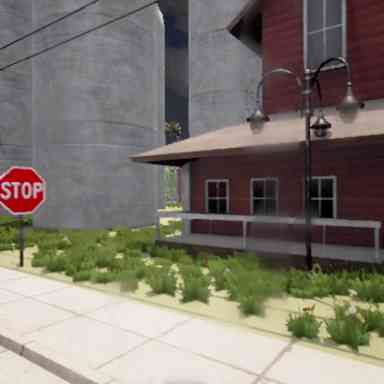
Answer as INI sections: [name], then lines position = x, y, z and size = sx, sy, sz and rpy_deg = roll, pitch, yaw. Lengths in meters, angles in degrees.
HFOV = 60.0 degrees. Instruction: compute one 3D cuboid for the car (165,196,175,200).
[car]
position = -6.048, 1.748, 85.676
size = 4.193, 1.474, 1.816
rpy_deg = 0, 0, 35
